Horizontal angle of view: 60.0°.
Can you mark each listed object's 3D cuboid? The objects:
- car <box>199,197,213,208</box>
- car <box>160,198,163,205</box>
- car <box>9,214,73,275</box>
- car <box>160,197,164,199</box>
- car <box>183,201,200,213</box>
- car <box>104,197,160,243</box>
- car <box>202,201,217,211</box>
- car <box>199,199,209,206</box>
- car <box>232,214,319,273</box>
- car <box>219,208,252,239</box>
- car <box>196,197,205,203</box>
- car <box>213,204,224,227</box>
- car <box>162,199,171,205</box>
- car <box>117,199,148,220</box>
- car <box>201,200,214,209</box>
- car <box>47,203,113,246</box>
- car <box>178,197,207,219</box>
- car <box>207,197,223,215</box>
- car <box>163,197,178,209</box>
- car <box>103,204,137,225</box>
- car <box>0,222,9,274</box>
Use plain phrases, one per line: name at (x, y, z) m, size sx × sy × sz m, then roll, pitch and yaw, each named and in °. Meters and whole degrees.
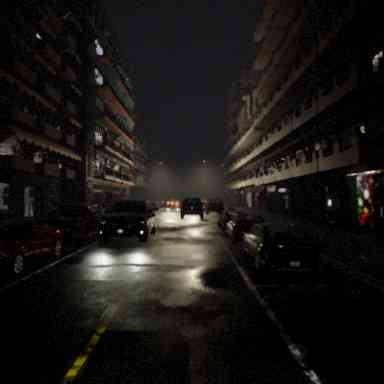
car at (2.519, 1.905, 60.927) m, size 2.192 × 1.841 × 5.009 m, roll 1°, pitch -1°, yaw 0°
car at (-5.830, 2.048, 49.799) m, size 1.947 × 1.339 × 4.313 m, roll 1°, pitch -1°, yaw 0°
car at (-5.711, 1.650, 10.825) m, size 1.887 × 1.381 × 4.507 m, roll 1°, pitch -1°, yaw 0°
car at (-5.877, 1.962, 66.503) m, size 2.192 × 1.841 × 5.009 m, roll 1°, pitch -1°, yaw 0°
car at (-0.028, 1.912, 43.503) m, size 2.128 × 1.511 × 4.902 m, roll 0°, pitch 0°, yaw 0°
car at (-3.151, 1.390, 17.334) m, size 2.150 × 2.045 × 5.566 m, roll 0°, pitch -1°, yaw 0°
car at (2.551, 2.031, 49.791) m, size 2.008 × 1.369 × 4.403 m, roll 1°, pitch -1°, yaw 0°
car at (2.483, 2.266, 72.061) m, size 1.947 × 1.339 × 4.313 m, roll 1°, pitch -1°, yaw 0°
car at (2.670, 1.654, 10.817) m, size 2.008 × 1.369 × 4.403 m, roll 1°, pitch -1°, yaw 0°
car at (2.653, 1.707, 16.385) m, size 2.008 × 1.369 × 4.403 m, roll 1°, pitch -1°, yaw 0°
car at (2.418, 2.238, 94.334) m, size 2.192 × 1.841 × 5.009 m, roll 1°, pitch -1°, yaw 0°
car at (2.636, 1.737, 22.123) m, size 1.752 × 1.417 × 4.829 m, roll 1°, pitch -1°, yaw 0°
car at (-5.915, 2.340, 77.636) m, size 1.802 × 1.307 × 4.206 m, roll 1°, pitch -1°, yaw 0°
car at (-5.776, 1.634, 33.098) m, size 2.192 × 1.841 × 5.009 m, roll 1°, pitch -1°, yaw 0°
car at (2.534, 2.080, 55.358) m, size 1.887 × 1.381 × 4.507 m, roll 1°, pitch -1°, yaw 0°
car at (-5.724, 1.474, 16.395) m, size 2.192 × 1.841 × 5.009 m, roll 1°, pitch -1°, yaw 0°
car at (0.006, 1.533, 32.418) m, size 2.150 × 2.045 × 5.566 m, roll 0°, pitch -1°, yaw 0°
car at (2.588, 1.686, 38.658) m, size 2.192 × 1.841 × 5.009 m, roll 1°, pitch -1°, yaw 0°
car at (-3.232, 1.901, 56.822) m, size 2.097 × 1.767 × 4.553 m, roll 0°, pitch 0°, yaw 0°
car at (-5.761, 1.789, 27.358) m, size 1.752 × 1.417 × 4.829 m, roll 1°, pitch -1°, yaw 0°
car at (-3.100, 1.231, 0.857) m, size 2.150 × 2.045 × 5.566 m, roll 0°, pitch 0°, yaw 0°
